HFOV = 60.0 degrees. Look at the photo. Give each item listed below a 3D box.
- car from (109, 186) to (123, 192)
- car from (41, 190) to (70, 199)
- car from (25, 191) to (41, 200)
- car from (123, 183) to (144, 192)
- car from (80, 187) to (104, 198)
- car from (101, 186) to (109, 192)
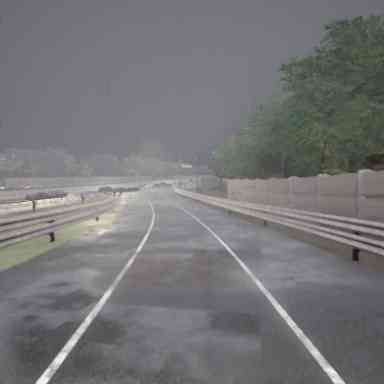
[{"bbox_3d":[-17.221,-0.709,79.383,2.128,1.511,4.902,0,3,12],"label":"car"},{"bbox_3d":[-22.261,0.416,55.222,2.097,1.767,4.553,0,3,12],"label":"car"},{"bbox_3d":[-25.679,0.592,55.980,2.033,1.411,5.357,0,3,12],"label":"car"},{"bbox_3d":[-13.796,-0.738,78.661,1.882,1.535,5.008,0,3,12],"label":"car"},{"bbox_3d":[-17.958,0.418,58.712,1.994,1.385,4.181,0,3,12],"label":"car"},{"bbox_3d":[-20.648,-0.752,80.096,1.837,1.490,4.892,0,3,12],"label":"car"}]
